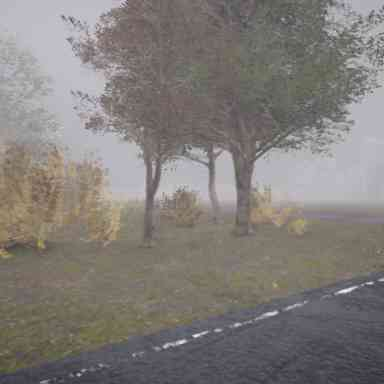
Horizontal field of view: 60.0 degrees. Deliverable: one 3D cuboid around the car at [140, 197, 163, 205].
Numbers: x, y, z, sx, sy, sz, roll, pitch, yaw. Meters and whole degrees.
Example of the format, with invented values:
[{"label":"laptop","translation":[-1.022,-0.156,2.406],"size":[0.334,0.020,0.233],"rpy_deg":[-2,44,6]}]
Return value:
[{"label":"car","translation":[-6.796,1.493,55.704],"size":[2.033,1.411,5.357],"rpy_deg":[0,0,-34]}]
